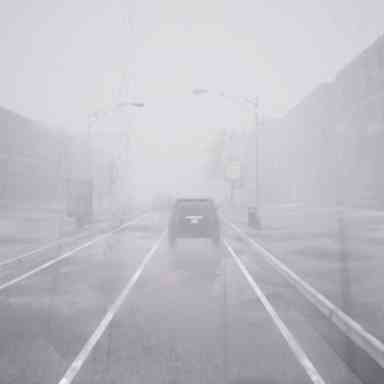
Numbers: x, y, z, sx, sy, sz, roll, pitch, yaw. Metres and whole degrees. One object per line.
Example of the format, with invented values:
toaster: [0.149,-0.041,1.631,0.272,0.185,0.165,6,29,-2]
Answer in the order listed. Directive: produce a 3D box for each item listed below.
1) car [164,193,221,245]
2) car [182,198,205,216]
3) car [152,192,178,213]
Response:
car: [0.101,1.228,15.591,2.150,2.045,5.566,0,0,0]
car: [0.101,1.458,33.319,2.128,1.511,4.902,0,0,0]
car: [-3.091,1.166,37.122,2.150,2.045,5.566,0,1,0]
